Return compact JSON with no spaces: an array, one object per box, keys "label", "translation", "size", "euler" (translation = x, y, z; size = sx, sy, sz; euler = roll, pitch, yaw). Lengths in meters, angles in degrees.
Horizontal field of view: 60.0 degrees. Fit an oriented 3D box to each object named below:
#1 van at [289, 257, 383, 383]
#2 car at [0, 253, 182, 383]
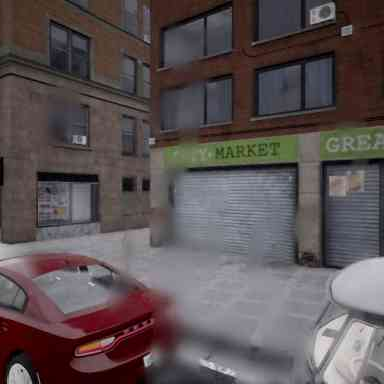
[{"label":"van","translation":[2.387,1.341,1.375],"size":[3.998,1.788,1.690],"euler":[0,0,35]},{"label":"car","translation":[-2.223,1.544,4.660],"size":[4.507,1.381,1.887],"euler":[0,0,35]}]
